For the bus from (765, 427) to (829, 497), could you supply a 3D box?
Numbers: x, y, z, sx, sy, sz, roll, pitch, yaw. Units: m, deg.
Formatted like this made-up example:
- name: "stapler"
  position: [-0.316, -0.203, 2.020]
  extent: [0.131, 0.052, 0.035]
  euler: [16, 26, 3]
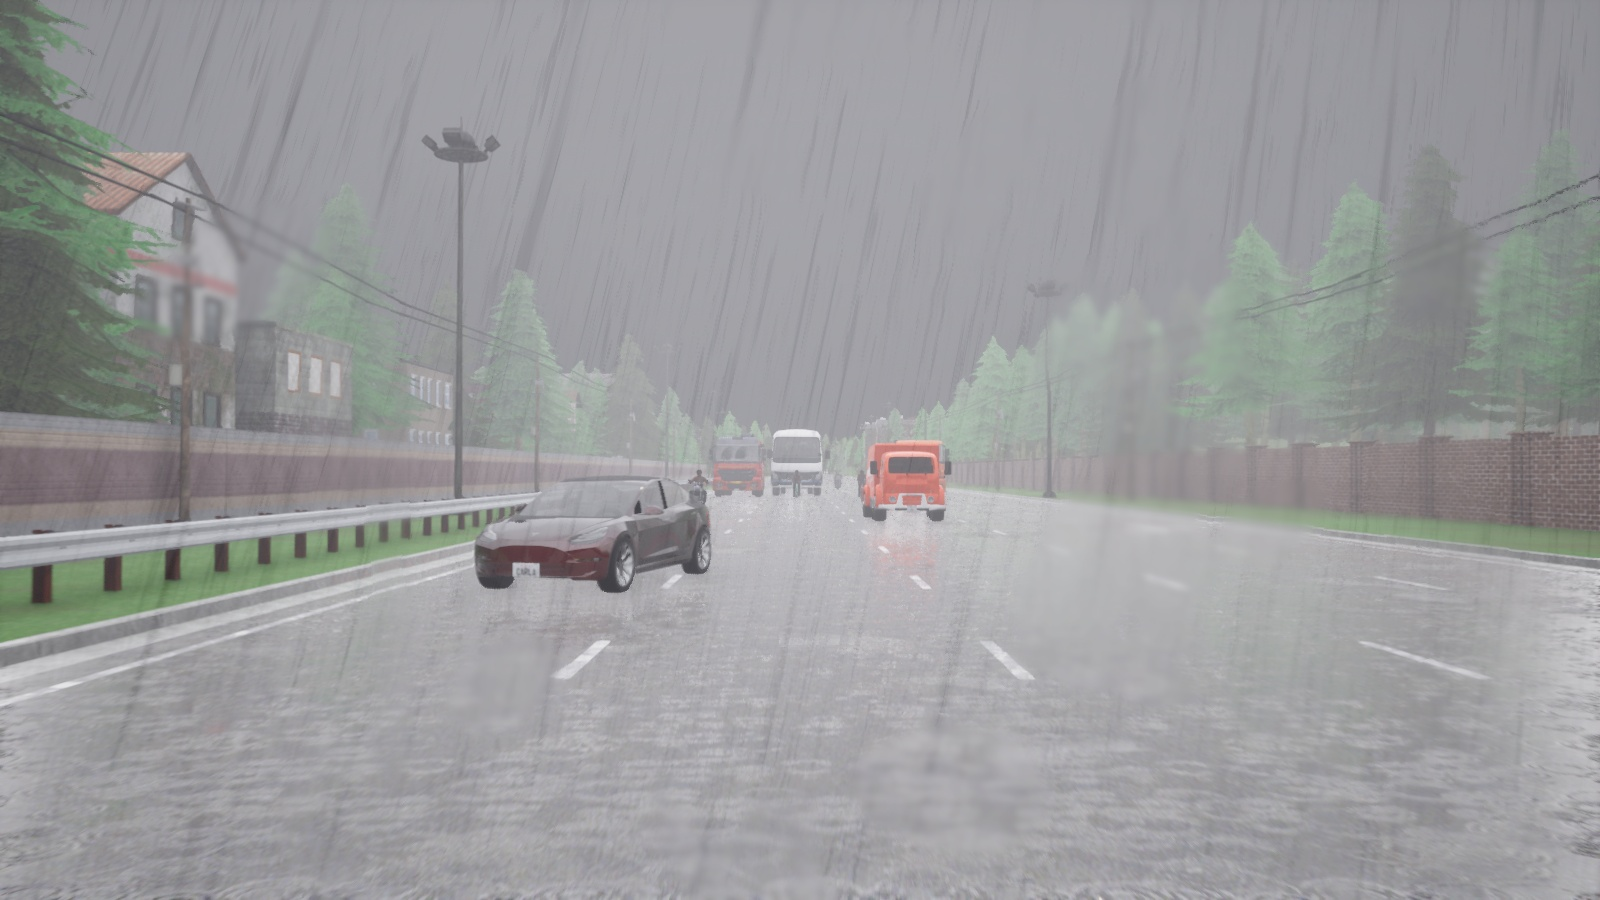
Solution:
- name: "bus"
  position: [-0.204, 0.823, 82.697]
  extent: [3.944, 4.253, 10.273]
  euler: [0, -1, 0]

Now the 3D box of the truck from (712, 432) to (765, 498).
- name: "truck"
  position: [-3.691, 0.962, 77.500]
  extent: [2.891, 3.827, 8.468]
  euler: [0, -1, 0]

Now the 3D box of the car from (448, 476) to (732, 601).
- name: "car"
  position: [-2.745, 1.123, 17.774]
  extent: [2.163, 1.488, 4.792]
  euler: [0, -1, 15]

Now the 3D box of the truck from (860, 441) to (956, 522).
- name: "truck"
  position: [3.400, 0.996, 40.711]
  extent: [2.627, 2.467, 5.204]
  euler: [0, -1, 0]

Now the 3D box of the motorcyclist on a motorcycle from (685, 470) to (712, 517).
- name: "motorcyclist on a motorcycle"
  position: [-3.608, 1.530, 44.862]
  extent: [0.766, 1.649, 2.350]
  euler: [0, -1, 0]

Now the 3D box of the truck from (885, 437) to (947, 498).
- name: "truck"
  position: [6.817, 1.057, 74.744]
  extent: [2.891, 3.462, 7.936]
  euler: [0, -1, 0]
